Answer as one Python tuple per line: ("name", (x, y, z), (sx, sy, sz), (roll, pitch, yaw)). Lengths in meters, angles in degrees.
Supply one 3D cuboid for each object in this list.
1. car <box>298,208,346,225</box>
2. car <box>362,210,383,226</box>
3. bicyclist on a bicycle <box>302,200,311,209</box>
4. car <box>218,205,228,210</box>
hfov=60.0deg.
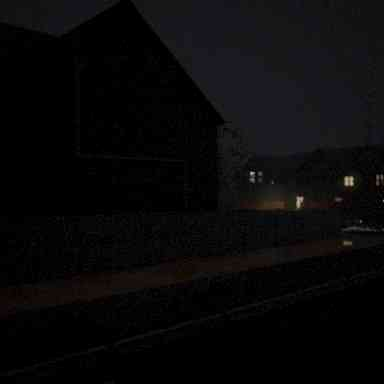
("car", (9.263, 1.883, 24.969), (1.994, 1.385, 4.181), (-1, -1, -35))
("car", (14.269, 1.692, 23.070), (1.812, 1.442, 4.674), (-1, -1, -33))
("bicyclist on a bicycle", (11.195, 1.643, 32.310), (1.656, 1.620, 0.582), (-1, 0, -36))
("car", (2.632, 2.115, 34.240), (1.812, 1.442, 4.674), (-1, -1, -36))
